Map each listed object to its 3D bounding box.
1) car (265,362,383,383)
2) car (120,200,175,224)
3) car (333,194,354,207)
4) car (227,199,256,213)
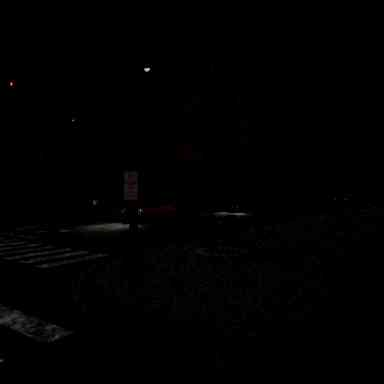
[{"bbox_3d":[2.193,1.550,1.278,4.403,1.369,2.008,0,0,36],"label":"car"},{"bbox_3d":[-3.358,1.398,25.732,2.097,1.767,4.553,0,0,35],"label":"car"},{"bbox_3d":[24.097,1.359,52.879,2.150,2.045,5.566,0,0,35],"label":"car"},{"bbox_3d":[5.804,1.582,38.643,1.837,1.490,4.892,0,0,36],"label":"car"}]
